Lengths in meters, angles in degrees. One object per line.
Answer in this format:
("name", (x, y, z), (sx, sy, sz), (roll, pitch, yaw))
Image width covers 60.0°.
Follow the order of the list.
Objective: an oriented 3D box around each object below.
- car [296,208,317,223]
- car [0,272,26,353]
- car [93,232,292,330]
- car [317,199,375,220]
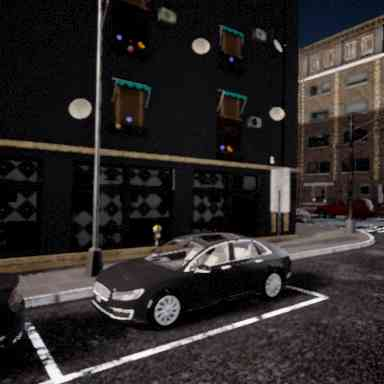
("car", (6.820, 1.439, 24.998), (1.967, 1.590, 4.097), (1, -1, -35))
("car", (-4.277, 1.548, 3.639), (4.403, 1.369, 2.008), (0, 1, -35))
("car", (0.222, 1.561, 6.857), (4.403, 1.369, 2.008), (0, 1, -35))
("car", (13.655, 1.497, 29.848), (2.192, 1.841, 5.009), (1, -1, -35))
